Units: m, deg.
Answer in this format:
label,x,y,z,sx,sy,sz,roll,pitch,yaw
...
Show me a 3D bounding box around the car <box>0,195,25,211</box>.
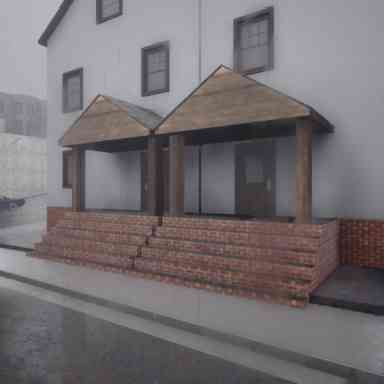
label,x,y,z,sx,sy,sz,roll,pitch,yaw
car,-15.508,1.012,25.414,1.895,1.301,4.718,0,6,35
